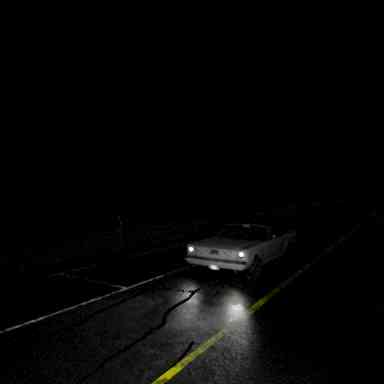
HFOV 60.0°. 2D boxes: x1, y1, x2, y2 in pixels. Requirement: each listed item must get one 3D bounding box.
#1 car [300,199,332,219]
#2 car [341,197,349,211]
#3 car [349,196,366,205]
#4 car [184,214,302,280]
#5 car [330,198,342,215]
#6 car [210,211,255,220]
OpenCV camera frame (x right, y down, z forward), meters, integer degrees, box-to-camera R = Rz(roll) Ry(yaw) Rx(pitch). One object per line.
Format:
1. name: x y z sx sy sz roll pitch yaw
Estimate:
1. car: 10.799 1.582 29.443 1.802 1.307 4.206 0 0 32
2. car: 16.699 1.441 38.786 1.967 1.590 4.097 0 0 32
3. car: 26.991 1.555 58.436 2.033 1.411 5.357 0 0 -29
4. car: 1.734 1.601 10.290 1.895 1.301 4.718 0 0 32
5. car: 13.749 1.566 34.114 1.947 1.339 4.313 0 0 32
6. car: 1.949 1.566 15.428 1.947 1.339 4.313 0 0 32
